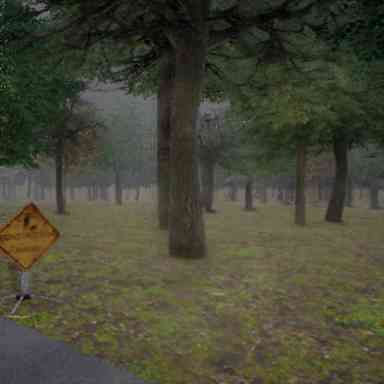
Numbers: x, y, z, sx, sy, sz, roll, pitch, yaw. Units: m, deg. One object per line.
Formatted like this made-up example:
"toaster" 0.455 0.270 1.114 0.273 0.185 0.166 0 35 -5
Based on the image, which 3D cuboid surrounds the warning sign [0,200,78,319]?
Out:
"warning sign" -3.052 1.104 6.151 1.060 1.860 1.300 3 -1 35
